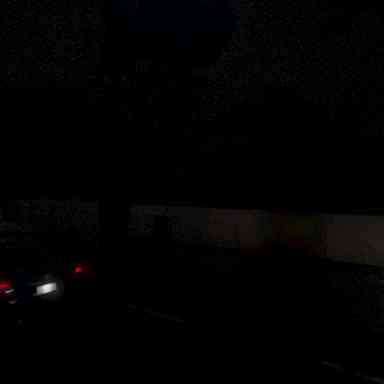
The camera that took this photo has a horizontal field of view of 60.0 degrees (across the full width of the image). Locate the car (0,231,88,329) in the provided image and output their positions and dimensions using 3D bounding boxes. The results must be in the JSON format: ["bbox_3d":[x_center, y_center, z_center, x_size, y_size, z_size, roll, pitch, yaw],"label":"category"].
[{"bbox_3d":[-3.951,1.477,6.448,4.181,1.385,1.994,1,1,35],"label":"car"}]
